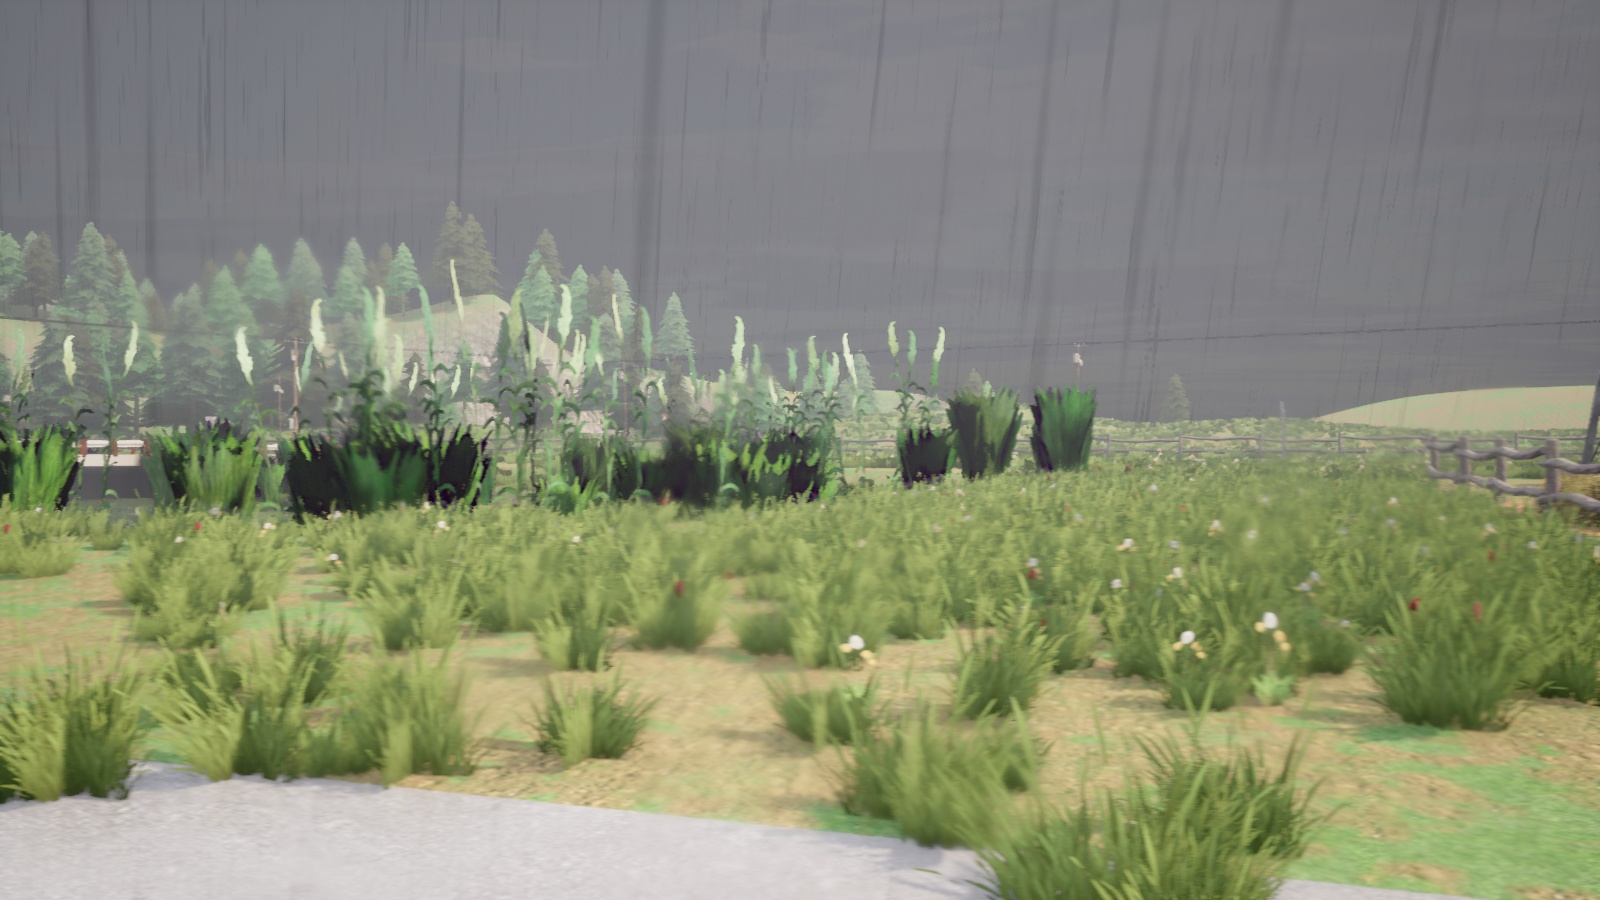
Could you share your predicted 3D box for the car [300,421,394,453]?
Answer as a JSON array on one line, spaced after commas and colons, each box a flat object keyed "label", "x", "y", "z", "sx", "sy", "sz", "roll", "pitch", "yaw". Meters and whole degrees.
[{"label": "car", "x": -24.727, "y": -0.677, "z": 68.724, "sx": 2.242, "sy": 1.667, "sz": 4.611, "roll": 1, "pitch": 0, "yaw": 25}]
